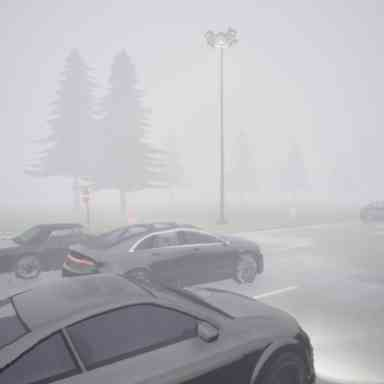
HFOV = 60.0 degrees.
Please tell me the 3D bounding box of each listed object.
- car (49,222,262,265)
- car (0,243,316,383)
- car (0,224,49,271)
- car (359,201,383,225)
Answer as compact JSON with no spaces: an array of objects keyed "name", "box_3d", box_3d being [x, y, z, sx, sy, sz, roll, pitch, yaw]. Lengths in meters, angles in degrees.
[{"name":"car","box_3d":[-0.425,1.466,7.742,4.902,1.511,2.128,0,0,-35]},{"name":"car","box_3d":[-0.700,1.556,3.247,4.181,1.385,1.994,0,0,-35]},{"name":"car","box_3d":[-3.509,1.583,9.840,4.718,1.301,1.895,0,0,-35]},{"name":"car","box_3d":[12.735,1.345,21.424,4.902,1.511,2.128,0,0,-35]}]
